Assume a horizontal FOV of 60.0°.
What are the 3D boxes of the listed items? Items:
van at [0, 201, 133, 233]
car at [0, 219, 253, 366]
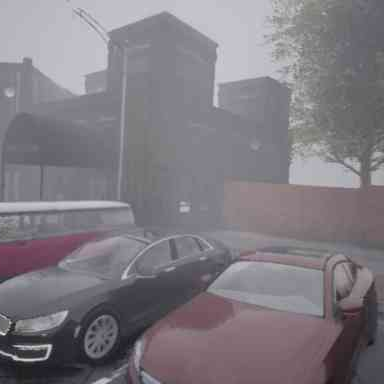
[{"bbox_3d":[-3.383,1.204,7.554,1.878,1.987,4.442,1,1,36],"label":"van"},{"bbox_3d":[-1.039,1.455,6.033,2.231,1.521,4.892,1,0,36],"label":"car"}]
